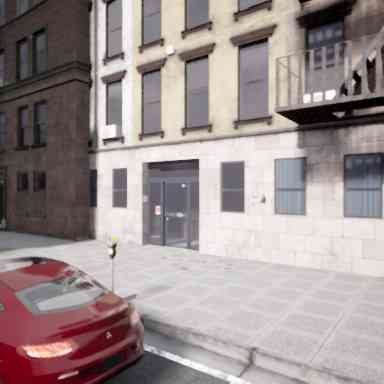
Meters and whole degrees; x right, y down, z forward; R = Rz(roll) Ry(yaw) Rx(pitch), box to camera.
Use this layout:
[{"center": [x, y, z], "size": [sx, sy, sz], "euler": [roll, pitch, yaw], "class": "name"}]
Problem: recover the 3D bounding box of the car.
[{"center": [-2.504, 1.578, 4.596], "size": [4.206, 1.307, 1.802], "euler": [0, 0, 36], "class": "car"}]
